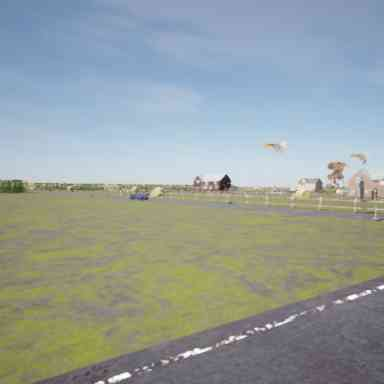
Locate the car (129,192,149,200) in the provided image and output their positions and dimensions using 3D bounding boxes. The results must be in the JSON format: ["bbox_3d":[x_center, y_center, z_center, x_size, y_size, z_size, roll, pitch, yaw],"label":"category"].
[{"bbox_3d":[-9.044,0.702,56.799,1.994,1.385,4.181,1,1,-36],"label":"car"}]
